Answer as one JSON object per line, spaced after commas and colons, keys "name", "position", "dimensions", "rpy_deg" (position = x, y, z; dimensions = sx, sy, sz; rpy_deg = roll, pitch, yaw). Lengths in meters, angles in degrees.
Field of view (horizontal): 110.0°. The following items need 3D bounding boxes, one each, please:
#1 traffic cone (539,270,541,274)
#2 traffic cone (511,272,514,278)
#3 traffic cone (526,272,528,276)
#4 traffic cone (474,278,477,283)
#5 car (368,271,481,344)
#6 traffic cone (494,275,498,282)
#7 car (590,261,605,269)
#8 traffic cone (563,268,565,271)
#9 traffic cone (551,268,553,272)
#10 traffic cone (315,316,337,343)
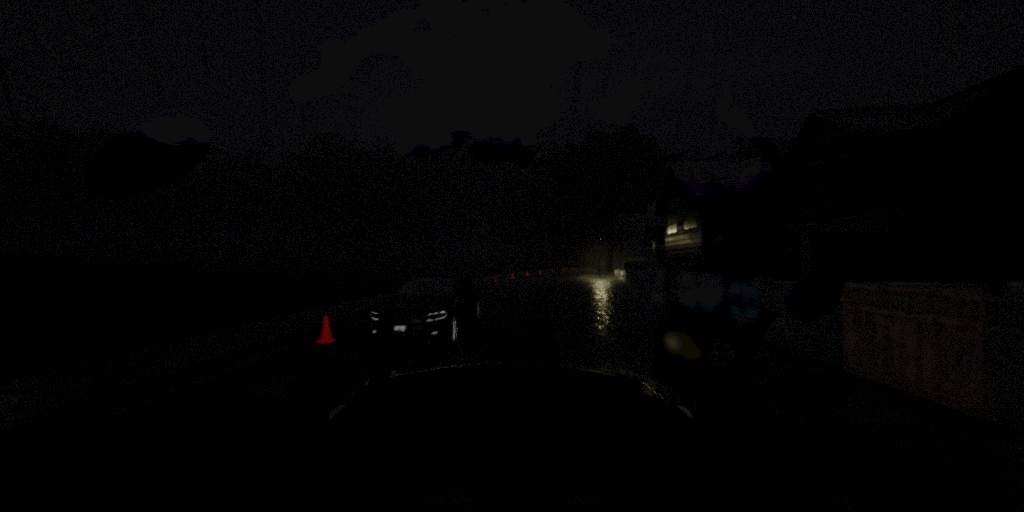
{"name": "traffic cone", "position": [3.387, 1.844, 43.153], "dimensions": [0.340, 0.580, 0.340], "rpy_deg": [0, 0, 22]}
{"name": "traffic cone", "position": [0.040, 1.797, 33.493], "dimensions": [0.340, 0.580, 0.340], "rpy_deg": [0, 0, 16]}
{"name": "traffic cone", "position": [1.603, 1.820, 38.361], "dimensions": [0.340, 0.580, 0.340], "rpy_deg": [0, 0, 19]}
{"name": "traffic cone", "position": [-2.409, 1.751, 23.567], "dimensions": [0.340, 0.580, 0.340], "rpy_deg": [0, 0, 11]}
{"name": "car", "position": [-2.088, 1.224, 9.848], "dimensions": [1.882, 1.535, 5.008], "rpy_deg": [0, 0, 5]}
{"name": "traffic cone", "position": [-1.298, 1.774, 28.558], "dimensions": [0.340, 0.580, 0.340], "rpy_deg": [0, 0, 14]}
{"name": "car", "position": [14.802, 1.531, 61.750], "dimensions": [2.033, 1.411, 5.357], "rpy_deg": [0, 0, 24]}
{"name": "traffic cone", "position": [7.603, 1.890, 52.466], "dimensions": [0.340, 0.580, 0.340], "rpy_deg": [0, 0, 27]}
{"name": "traffic cone", "position": [5.388, 1.867, 47.858], "dimensions": [0.340, 0.580, 0.340], "rpy_deg": [0, 0, 24]}
{"name": "traffic cone", "position": [-4.340, 1.695, 8.365], "dimensions": [0.340, 0.580, 0.340], "rpy_deg": [0, 0, 8]}
